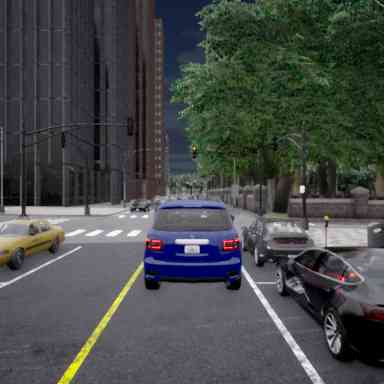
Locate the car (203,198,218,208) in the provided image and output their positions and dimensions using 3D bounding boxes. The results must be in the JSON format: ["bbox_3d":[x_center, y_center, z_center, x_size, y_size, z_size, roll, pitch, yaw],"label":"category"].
[{"bbox_3d":[2.635,1.583,48.815,1.947,1.339,4.313,0,0,0],"label":"car"}]

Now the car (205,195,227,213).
[{"bbox_3d":[2.664,1.321,37.903,2.192,1.841,5.009,0,0,0],"label":"car"}]

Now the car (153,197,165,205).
[{"bbox_3d":[-5.918,1.610,59.699,1.802,1.307,4.206,0,0,0],"label":"car"}]

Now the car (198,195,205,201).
[{"bbox_3d":[2.535,1.583,87.181,1.752,1.417,4.829,0,0,0],"label":"car"}]

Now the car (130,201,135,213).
[{"bbox_3d":[-5.861,1.572,37.871,1.947,1.339,4.313,0,0,0],"label":"car"}]

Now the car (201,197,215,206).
[{"bbox_3d":[2.621,1.573,54.272,2.008,1.369,4.403,0,0,0],"label":"car"}]

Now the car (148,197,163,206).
[{"bbox_3d":[-5.904,1.573,54.242,2.008,1.369,4.403,0,0,0],"label":"car"}]

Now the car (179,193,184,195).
[{"bbox_3d":[-3.184,1.301,70.392,2.097,1.767,4.553,0,0,0],"label":"car"}]

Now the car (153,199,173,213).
[{"bbox_3d":[-3.209,1.532,37.770,1.812,1.442,4.674,0,0,1],"label":"car"}]

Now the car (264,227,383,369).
[{"bbox_3d":[2.749,1.565,5.725,1.947,1.339,4.313,0,0,0],"label":"car"}]

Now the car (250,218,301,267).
[{"bbox_3d":[2.734,1.549,11.238,2.008,1.369,4.403,0,0,0],"label":"car"}]

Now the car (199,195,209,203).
[{"bbox_3d":[2.578,1.479,70.642,1.967,1.590,4.097,0,0,0],"label":"car"}]

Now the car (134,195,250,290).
[{"bbox_3d":[0.050,1.220,9.218,2.150,2.045,5.566,0,0,1],"label":"car"}]

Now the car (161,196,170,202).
[{"bbox_3d":[-5.961,1.626,76.071,1.802,1.307,4.206,0,0,0],"label":"car"}]

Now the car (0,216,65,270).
[{"bbox_3d":[-5.790,1.524,11.037,1.752,1.417,4.829,0,0,0],"label":"car"}]

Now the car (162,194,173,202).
[{"bbox_3d":[-5.975,1.365,81.528,2.192,1.841,5.009,0,0,0],"label":"car"}]

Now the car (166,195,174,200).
[{"bbox_3d":[-6.004,1.610,92.442,1.887,1.381,4.507,0,0,0],"label":"car"}]
